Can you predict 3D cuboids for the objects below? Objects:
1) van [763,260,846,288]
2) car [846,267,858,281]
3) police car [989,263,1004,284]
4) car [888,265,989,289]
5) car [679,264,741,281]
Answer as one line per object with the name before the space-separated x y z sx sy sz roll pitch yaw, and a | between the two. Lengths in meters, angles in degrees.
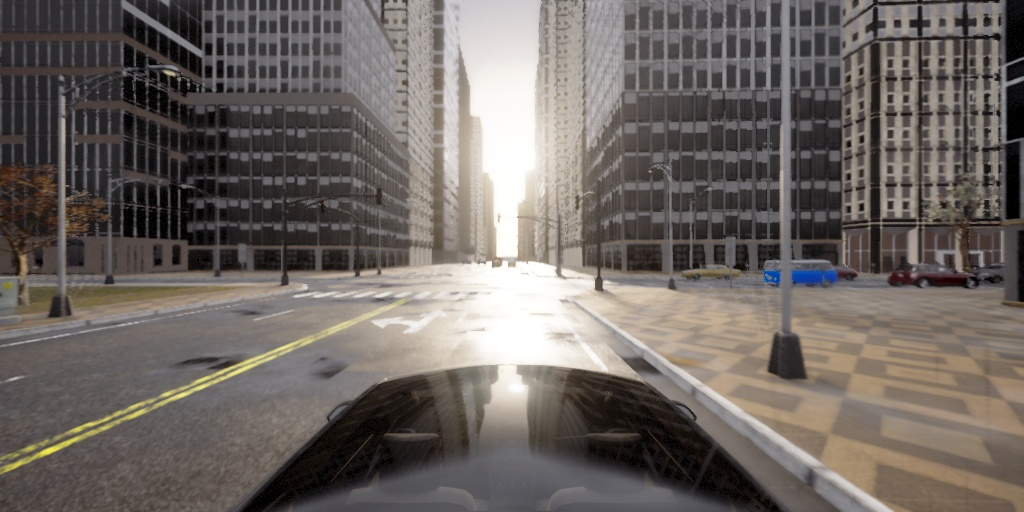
van | 18.360 1.162 22.897 3.998 1.789 1.690 0 0 2
car | 26.925 1.416 30.583 4.207 1.307 1.802 0 0 2
police car | 37.728 1.342 27.627 4.974 1.542 2.038 0 0 2
car | 26.639 1.265 22.708 4.097 1.591 1.967 0 0 2
car | 17.090 1.354 31.069 4.829 1.417 1.751 0 0 2
